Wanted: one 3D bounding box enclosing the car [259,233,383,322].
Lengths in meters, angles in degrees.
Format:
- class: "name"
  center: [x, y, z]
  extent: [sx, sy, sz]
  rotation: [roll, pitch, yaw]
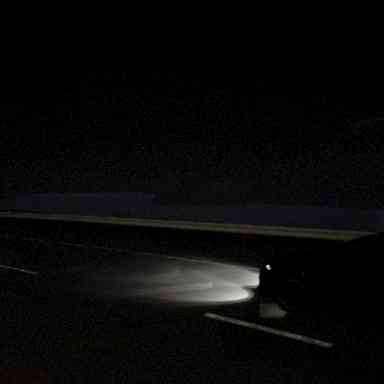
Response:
- class: "car"
  center: [3.345, 1.453, 5.948]
  extent: [4.181, 1.385, 1.994]
  rotation: [0, 1, 35]
